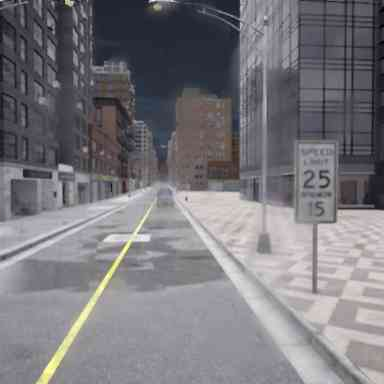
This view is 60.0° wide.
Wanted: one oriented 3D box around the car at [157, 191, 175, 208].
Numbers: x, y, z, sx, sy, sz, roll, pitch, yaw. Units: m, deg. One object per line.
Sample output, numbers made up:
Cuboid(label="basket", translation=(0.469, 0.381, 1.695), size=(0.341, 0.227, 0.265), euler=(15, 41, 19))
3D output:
Cuboid(label="car", translation=(-2.915, 0.955, 36.626), size=(2.033, 1.411, 5.357), euler=(0, 1, -5))

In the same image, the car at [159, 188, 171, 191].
Cuboid(label="car", translation=(-3.825, 0.417, 47.349), size=(2.150, 2.045, 5.566), euler=(0, 1, -5))
